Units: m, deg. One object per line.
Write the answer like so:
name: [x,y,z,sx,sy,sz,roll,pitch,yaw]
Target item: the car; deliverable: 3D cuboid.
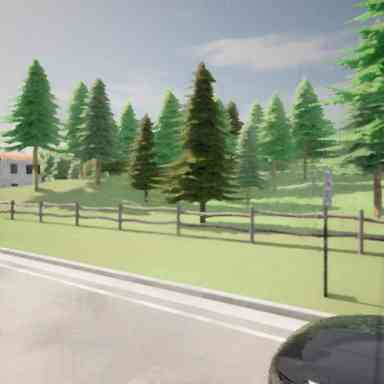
car: [2.871,1.507,1.944,4.892,1.490,1.837,0,0,36]
